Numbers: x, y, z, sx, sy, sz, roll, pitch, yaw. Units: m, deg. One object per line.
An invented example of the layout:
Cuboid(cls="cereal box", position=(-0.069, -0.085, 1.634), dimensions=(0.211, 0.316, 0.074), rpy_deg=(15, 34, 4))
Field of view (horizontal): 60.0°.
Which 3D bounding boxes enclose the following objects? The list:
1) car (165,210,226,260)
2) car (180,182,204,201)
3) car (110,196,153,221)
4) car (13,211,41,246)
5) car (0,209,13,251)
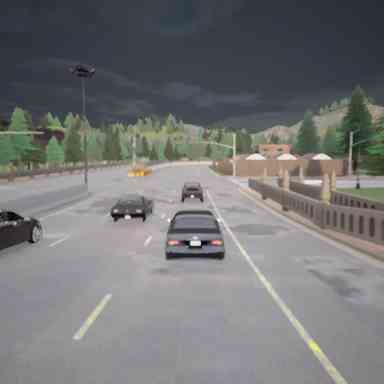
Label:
Cuboid(cls="car", position=(0.085, 1.327, 11.556), dimensions=(2.033, 1.411, 5.357), rpy_deg=(0, 3, 0))
Cuboid(cls="car", position=(0.017, -0.136, 29.362), dimensions=(1.837, 1.490, 4.892), rpy_deg=(0, 6, 0))
Cuboid(cls="car", position=(-3.434, 0.869, 19.923), dimensions=(1.895, 1.301, 4.718), rpy_deg=(0, 4, 0))
Cuboid(cls="car", position=(-6.905, 1.298, 11.304), dimensions=(1.837, 1.490, 4.892), rpy_deg=(0, 2, 0))
Cuboid(cls="car", position=(-3.399, 1.224, 1.483), dimensions=(2.150, 2.045, 5.566), rpy_deg=(0, 0, 0))
